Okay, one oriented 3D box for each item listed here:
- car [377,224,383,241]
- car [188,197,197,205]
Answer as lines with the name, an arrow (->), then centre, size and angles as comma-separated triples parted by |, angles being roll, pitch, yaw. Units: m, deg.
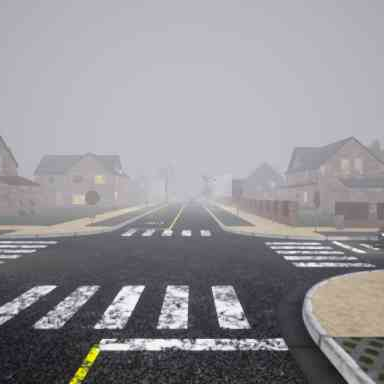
car -> 10.485, 1.572, 14.034 | 4.892, 1.490, 1.837 | 0, 0, 0
car -> 0.071, 1.779, 65.930 | 2.033, 1.411, 5.357 | 0, 0, 0
